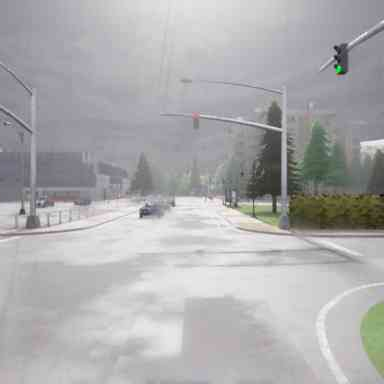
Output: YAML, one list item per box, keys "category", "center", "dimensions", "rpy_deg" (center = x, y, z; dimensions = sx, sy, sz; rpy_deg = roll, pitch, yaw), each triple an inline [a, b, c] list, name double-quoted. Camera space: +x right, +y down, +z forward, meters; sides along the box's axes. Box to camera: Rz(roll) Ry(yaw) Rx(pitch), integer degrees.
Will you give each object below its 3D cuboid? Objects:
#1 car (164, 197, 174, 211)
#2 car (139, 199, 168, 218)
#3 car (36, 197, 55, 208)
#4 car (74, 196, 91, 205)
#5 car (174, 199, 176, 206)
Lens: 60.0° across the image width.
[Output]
- category: "car"
  center: [-3.568, 1.562, 40.237]
  dimensions: [1.994, 1.385, 4.181]
  rpy_deg: [0, 0, 0]
- category: "car"
  center: [-3.582, 1.599, 30.241]
  dimensions: [1.895, 1.301, 4.718]
  rpy_deg: [0, 0, 0]
- category: "car"
  center: [-20.482, 1.382, 45.617]
  dimensions: [1.970, 1.475, 3.806]
  rpy_deg: [0, 0, 0]
- category: "car"
  center: [-17.424, 1.371, 53.006]
  dimensions: [1.845, 1.501, 3.633]
  rpy_deg: [0, 0, 0]
- category: "car"
  center: [-3.521, 1.475, 50.720]
  dimensions: [1.882, 1.535, 5.008]
  rpy_deg: [0, 0, 0]
